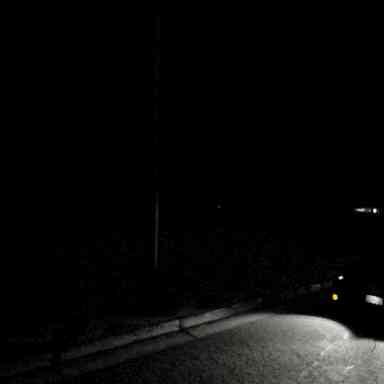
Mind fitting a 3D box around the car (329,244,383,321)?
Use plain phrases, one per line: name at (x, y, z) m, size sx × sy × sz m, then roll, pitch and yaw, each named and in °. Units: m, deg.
car at (4.687, 1.663, 6.758) m, size 4.181 × 1.385 × 1.994 m, roll 1°, pitch -1°, yaw -36°
